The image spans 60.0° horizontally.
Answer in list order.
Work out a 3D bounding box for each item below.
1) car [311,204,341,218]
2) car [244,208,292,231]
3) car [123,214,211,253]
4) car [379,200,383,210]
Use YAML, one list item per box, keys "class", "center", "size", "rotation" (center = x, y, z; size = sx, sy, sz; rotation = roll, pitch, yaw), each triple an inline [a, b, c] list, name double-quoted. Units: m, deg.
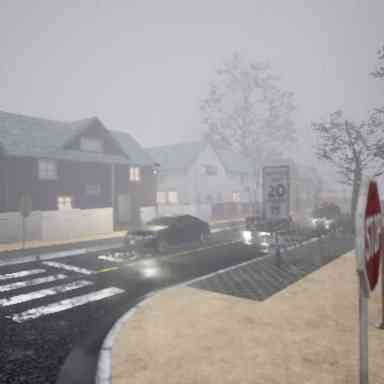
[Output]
- class: "car"
  center: [13.524, 1.856, 33.502]
  size: [1.994, 1.385, 4.181]
  rotation: [-1, -1, 37]
- class: "car"
  center: [5.269, 1.798, 22.853]
  size: [1.994, 1.385, 4.181]
  rotation: [-1, -1, 38]
- class: "car"
  center: [-0.921, 1.712, 14.821]
  size: [1.812, 1.442, 4.674]
  rotation: [-1, -1, 37]
- class: "car"
  center: [25.323, 1.801, 43.950]
  size: [1.882, 1.535, 5.008]
  rotation: [-1, -1, 38]
